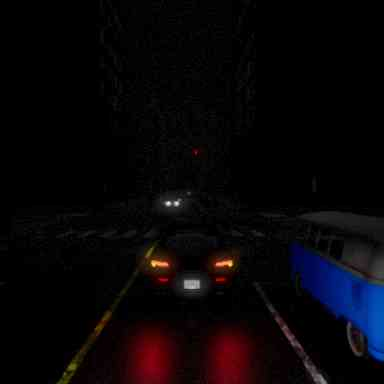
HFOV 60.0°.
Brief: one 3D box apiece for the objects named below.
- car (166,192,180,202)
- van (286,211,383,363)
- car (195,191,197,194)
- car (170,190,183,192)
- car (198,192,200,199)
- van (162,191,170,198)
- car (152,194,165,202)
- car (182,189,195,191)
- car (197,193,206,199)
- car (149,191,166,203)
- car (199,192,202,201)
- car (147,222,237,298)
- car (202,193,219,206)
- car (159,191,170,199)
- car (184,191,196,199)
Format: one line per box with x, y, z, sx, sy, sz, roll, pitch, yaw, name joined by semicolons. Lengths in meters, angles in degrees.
-3.467;1.064;60.350;1.895;1.301;4.718;0;1;0;car
2.855;1.292;5.524;1.690;1.788;3.998;0;0;0;van
2.274;0.900;72.340;2.008;1.369;4.403;0;1;-1;car
-3.632;0.862;75.800;1.994;1.385;4.181;0;1;-1;car
2.500;1.056;55.764;2.008;1.369;4.403;0;1;-1;car
-6.400;0.585;83.271;1.690;1.788;3.998;0;1;-1;van
-6.100;1.006;61.174;2.008;1.369;4.403;0;1;-1;car
-0.746;0.353;84.265;2.150;2.045;5.566;0;1;-1;car
2.198;0.878;77.865;1.802;1.307;4.206;0;1;-1;car
-6.025;0.822;55.646;2.192;1.841;5.009;0;1;-1;car
2.575;0.996;50.238;1.967;1.590;4.097;0;1;-1;car
0.000;1.454;8.203;1.812;1.442;4.674;0;0;0;car
2.649;1.130;44.884;1.752;1.417;4.829;0;1;-1;car
-6.327;0.613;77.747;2.192;1.841;5.009;0;1;-1;car
-0.611;0.924;74.269;1.895;1.301;4.718;0;1;-1;car
